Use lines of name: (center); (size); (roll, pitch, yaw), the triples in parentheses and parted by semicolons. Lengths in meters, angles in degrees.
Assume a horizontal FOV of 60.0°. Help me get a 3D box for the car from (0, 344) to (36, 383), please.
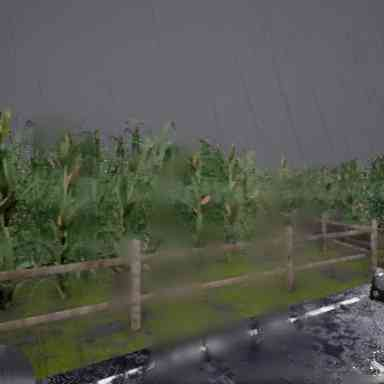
car: (-2.993, 1.500, 0.827); (4.892, 1.490, 1.837); (0, 0, -36)

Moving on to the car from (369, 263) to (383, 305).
car: (5.427, 1.556, 6.578); (4.181, 1.385, 1.994); (0, 0, -33)
